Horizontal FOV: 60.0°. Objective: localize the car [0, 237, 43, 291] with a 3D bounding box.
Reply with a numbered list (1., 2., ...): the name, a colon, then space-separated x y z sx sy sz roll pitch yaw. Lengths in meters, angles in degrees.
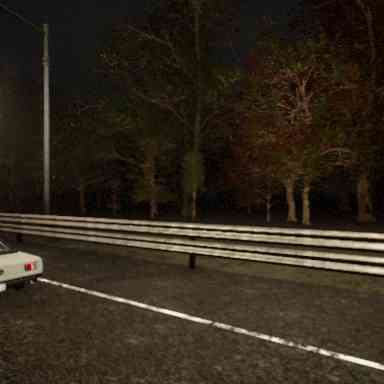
1. car: -5.746 1.695 8.062 4.718 1.301 1.895 -1 0 35
